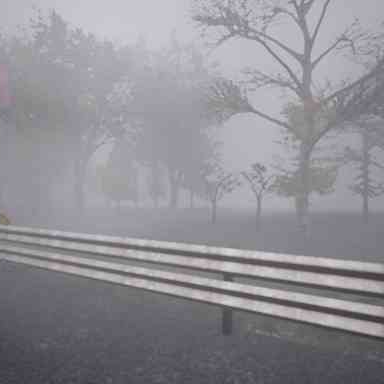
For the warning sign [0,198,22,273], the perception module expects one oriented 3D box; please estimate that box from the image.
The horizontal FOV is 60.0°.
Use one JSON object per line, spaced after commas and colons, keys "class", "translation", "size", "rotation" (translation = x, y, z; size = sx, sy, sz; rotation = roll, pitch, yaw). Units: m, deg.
{"class": "warning sign", "translation": [-5.280, 1.090, 8.492], "size": [1.060, 1.860, 1.300], "rotation": [0, 0, 33]}
